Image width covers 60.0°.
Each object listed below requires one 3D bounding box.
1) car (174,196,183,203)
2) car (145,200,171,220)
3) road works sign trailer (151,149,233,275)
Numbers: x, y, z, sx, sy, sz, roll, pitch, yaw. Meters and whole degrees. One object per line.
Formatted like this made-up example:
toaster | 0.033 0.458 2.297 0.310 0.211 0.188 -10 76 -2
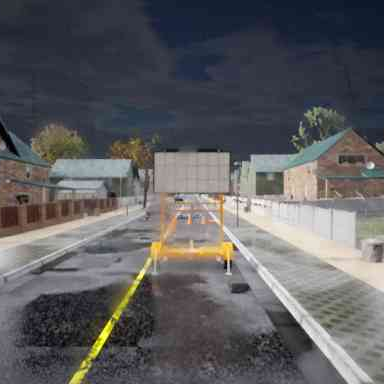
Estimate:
car | -2.758 1.571 69.156 1.895 1.301 4.718 0 0 0
car | -2.852 1.503 28.687 1.837 1.490 4.892 0 0 0
road works sign trailer | -0.001 0.465 10.427 2.380 3.560 2.880 0 0 0
